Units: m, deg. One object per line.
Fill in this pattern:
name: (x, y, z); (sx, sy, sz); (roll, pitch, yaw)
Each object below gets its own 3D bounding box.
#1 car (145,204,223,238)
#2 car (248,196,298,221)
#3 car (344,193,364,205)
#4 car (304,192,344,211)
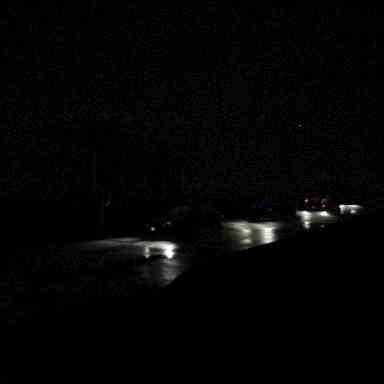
car: (-0.240, 1.328, 16.558); (1.812, 1.442, 4.674); (-1, 0, 40)
car: (5.839, 1.100, 23.784); (1.882, 1.535, 5.008); (-1, 0, 40)
car: (18.782, 0.764, 39.111); (1.994, 1.385, 4.181); (-1, 1, 41)
car: (12.315, 0.770, 31.472); (2.097, 1.767, 4.553); (-1, 1, 40)
